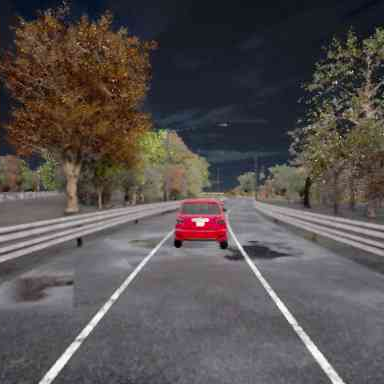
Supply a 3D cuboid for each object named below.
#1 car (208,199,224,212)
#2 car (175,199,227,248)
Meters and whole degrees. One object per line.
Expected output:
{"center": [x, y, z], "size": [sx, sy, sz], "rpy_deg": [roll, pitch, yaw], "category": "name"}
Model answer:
{"center": [3.307, 1.821, 44.861], "size": [1.882, 1.535, 5.008], "rpy_deg": [0, 0, 8], "category": "car"}
{"center": [0.465, 1.334, 15.511], "size": [2.150, 2.045, 5.566], "rpy_deg": [0, 0, 3], "category": "car"}
